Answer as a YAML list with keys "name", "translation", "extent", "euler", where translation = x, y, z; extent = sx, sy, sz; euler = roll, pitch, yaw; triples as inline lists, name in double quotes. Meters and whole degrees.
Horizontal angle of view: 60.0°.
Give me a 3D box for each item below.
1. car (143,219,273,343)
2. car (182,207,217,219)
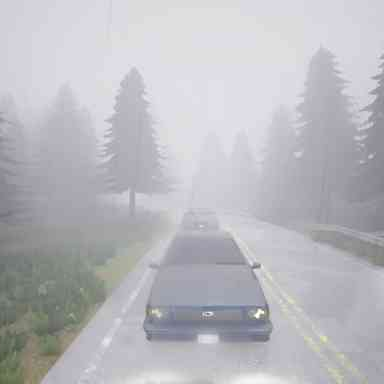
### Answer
- name: "car"
  translation: [0.254, 1.557, 7.059]
  extent: [2.033, 1.411, 5.357]
  euler: [0, 0, 1]
- name: "car"
  translation: [0.409, 1.584, 19.144]
  extent: [1.994, 1.385, 4.181]
  euler: [0, 0, -2]
